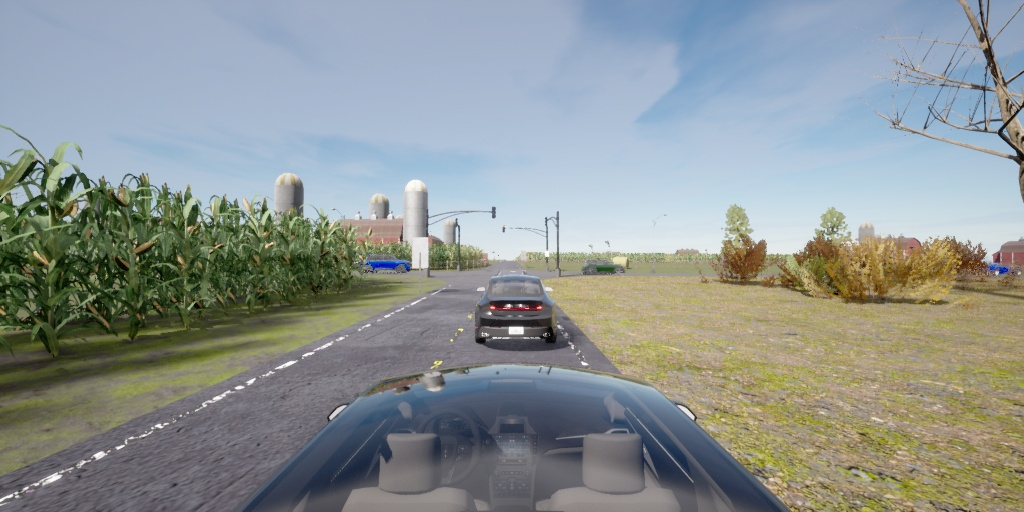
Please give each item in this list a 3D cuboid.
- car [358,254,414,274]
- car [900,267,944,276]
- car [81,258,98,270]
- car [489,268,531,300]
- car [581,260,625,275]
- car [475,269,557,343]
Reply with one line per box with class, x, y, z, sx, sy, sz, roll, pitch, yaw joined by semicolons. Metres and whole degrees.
car;-13.303;0.855;38.032;5.566;2.045;2.150;0;-1;-3
car;48.561;1.768;42.517;4.181;1.385;1.994;1;-1;-5
car;-40.664;0.766;36.502;4.553;1.767;2.097;1;-1;-3
car;0.034;1.360;18.807;1.895;1.301;4.718;0;0;4
car;10.056;1.187;39.536;4.553;1.767;2.097;1;-1;-4
car;0.080;1.259;9.656;1.837;1.490;4.892;0;0;0
